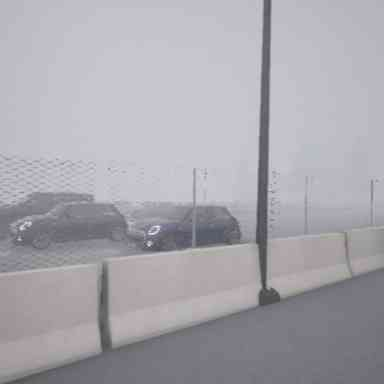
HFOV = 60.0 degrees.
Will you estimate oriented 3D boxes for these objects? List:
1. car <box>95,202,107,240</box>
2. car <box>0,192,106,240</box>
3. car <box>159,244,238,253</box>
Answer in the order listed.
[{"bbox_3d":[-4.935,1.209,13.653,4.553,1.767,2.097,0,0,-38],"label":"car"},{"bbox_3d":[-7.295,1.035,16.250,5.566,2.045,2.150,0,0,-38],"label":"car"},{"bbox_3d":[-0.265,1.274,12.846,4.553,1.767,2.097,1,0,-38],"label":"car"}]
